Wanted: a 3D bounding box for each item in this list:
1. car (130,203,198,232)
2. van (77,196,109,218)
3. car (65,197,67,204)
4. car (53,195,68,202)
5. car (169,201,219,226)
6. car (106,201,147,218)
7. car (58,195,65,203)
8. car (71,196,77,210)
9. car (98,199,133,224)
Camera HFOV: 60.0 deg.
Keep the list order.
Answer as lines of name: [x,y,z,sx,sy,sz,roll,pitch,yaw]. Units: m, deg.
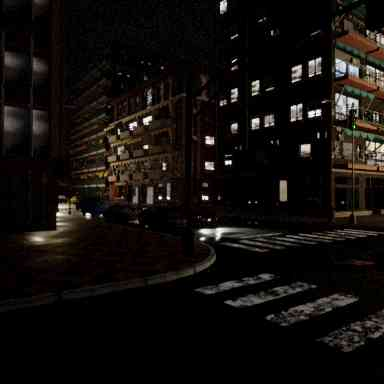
car: [-1.759,1.526,19.781,1.802,1.307,4.206,0,0,-36]
van: [-8.367,1.265,28.981,1.690,1.788,3.998,0,0,-36]
car: [-21.491,1.447,61.605,1.752,1.417,4.829,0,0,-36]
car: [-28.001,1.360,70.665,1.967,1.590,4.097,0,0,-36]
car: [-0.100,1.518,21.903,1.994,1.385,4.181,0,0,-36]
car: [-5.999,1.538,30.120,1.895,1.301,4.718,0,0,-36]
car: [-24.448,1.456,61.261,2.033,1.411,5.357,0,0,-35]
car: [-12.068,1.428,38.587,1.837,1.490,4.892,0,0,-35]
car: [-4.963,1.459,24.242,1.752,1.417,4.829,0,0,-36]
